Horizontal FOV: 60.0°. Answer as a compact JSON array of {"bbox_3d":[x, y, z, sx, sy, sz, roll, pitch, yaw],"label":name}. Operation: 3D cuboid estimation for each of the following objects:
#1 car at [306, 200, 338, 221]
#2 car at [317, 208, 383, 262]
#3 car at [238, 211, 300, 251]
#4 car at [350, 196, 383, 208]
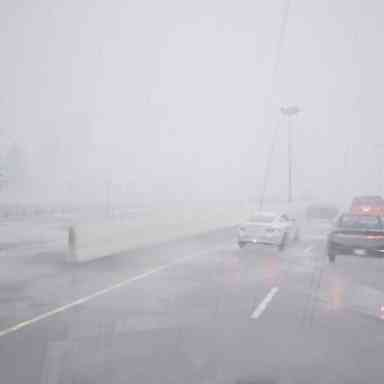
[{"bbox_3d":[10.906,1.533,27.557,1.882,1.535,5.008,0,0,32],"label":"car"},{"bbox_3d":[5.892,1.512,11.603,2.128,1.511,4.902,0,0,28],"label":"car"},{"bbox_3d":[3.417,1.555,14.405,1.812,1.442,4.674,0,0,28],"label":"car"},{"bbox_3d":[12.724,1.271,23.895,2.150,2.045,5.566,0,0,32],"label":"car"}]
